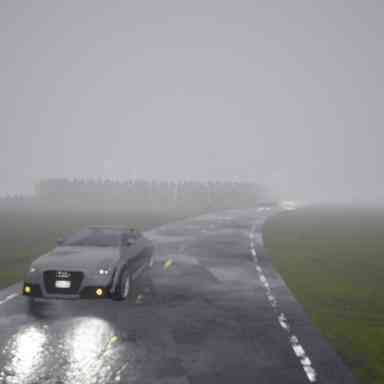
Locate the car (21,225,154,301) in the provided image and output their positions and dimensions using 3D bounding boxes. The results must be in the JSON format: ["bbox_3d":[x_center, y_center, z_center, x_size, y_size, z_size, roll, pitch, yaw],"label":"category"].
[{"bbox_3d":[-2.239,1.546,8.242,1.994,1.385,4.181,0,0,6],"label":"car"}]

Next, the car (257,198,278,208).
[{"bbox_3d":[11.798,1.656,51.553,2.033,1.411,5.357,0,0,30],"label":"car"}]
